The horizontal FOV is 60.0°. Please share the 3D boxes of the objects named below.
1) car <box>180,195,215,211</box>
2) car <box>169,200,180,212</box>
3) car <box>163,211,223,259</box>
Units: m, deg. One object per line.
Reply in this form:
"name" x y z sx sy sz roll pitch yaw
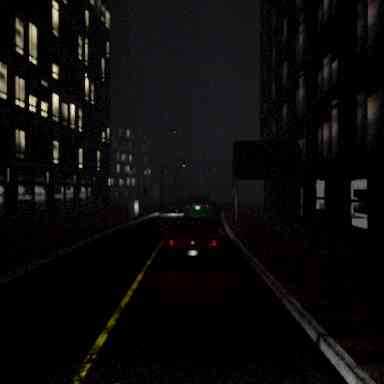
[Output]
"car" 0.626 1.245 26.908 2.150 2.045 5.566 0 0 5
"car" -1.262 1.588 37.202 2.033 1.411 5.357 0 0 7
"car" 0.081 1.601 12.531 1.895 1.301 4.718 0 0 1
